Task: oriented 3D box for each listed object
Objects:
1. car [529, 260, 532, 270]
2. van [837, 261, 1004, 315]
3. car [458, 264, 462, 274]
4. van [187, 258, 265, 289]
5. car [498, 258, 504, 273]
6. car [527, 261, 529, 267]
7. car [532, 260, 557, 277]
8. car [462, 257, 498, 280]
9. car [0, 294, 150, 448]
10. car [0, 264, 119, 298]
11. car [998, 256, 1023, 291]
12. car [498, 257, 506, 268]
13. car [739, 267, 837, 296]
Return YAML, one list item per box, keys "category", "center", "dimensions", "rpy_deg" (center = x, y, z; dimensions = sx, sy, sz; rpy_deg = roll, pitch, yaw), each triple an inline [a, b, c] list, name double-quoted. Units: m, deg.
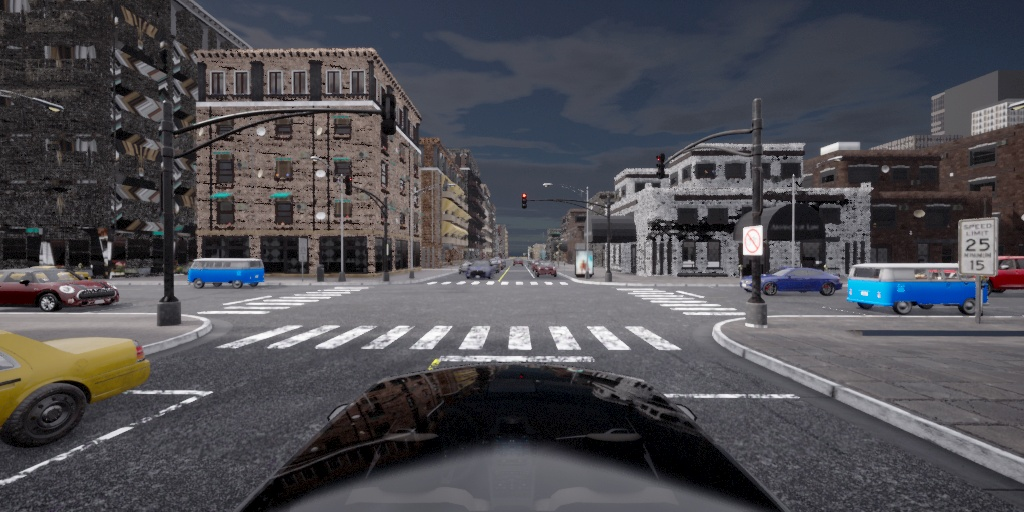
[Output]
- category: "car"
  center: [3.454, 1.347, 46.503]
  dimensions: [1.802, 1.307, 4.207]
  rpy_deg: [0, 0, 1]
- category: "van"
  center: [14.851, 1.156, 13.208]
  dimensions: [3.998, 1.789, 1.690]
  rpy_deg: [0, 0, 1]
- category: "car"
  center: [-5.023, 1.311, 40.939]
  dimensions: [2.007, 1.370, 4.403]
  rpy_deg: [0, 0, 1]
- category: "van"
  center: [-17.426, 1.030, 21.903]
  dimensions: [3.998, 1.789, 1.690]
  rpy_deg: [0, 0, 1]
- category: "car"
  center: [-2.408, 1.254, 42.217]
  dimensions: [2.128, 1.511, 4.902]
  rpy_deg: [0, 0, 1]
- category: "car"
  center: [3.552, 1.321, 52.199]
  dimensions: [2.007, 1.370, 4.403]
  rpy_deg: [0, 0, 1]
- category: "car"
  center: [3.259, 1.195, 35.111]
  dimensions: [1.967, 1.591, 4.097]
  rpy_deg: [0, 0, 1]
- category: "car"
  center: [-2.664, 1.105, 31.238]
  dimensions: [2.097, 1.767, 4.553]
  rpy_deg: [0, 0, 3]
- category: "car"
  center: [-5.680, 1.275, 2.623]
  dimensions: [1.751, 1.417, 4.829]
  rpy_deg: [0, 0, 1]
- category: "car"
  center: [-17.526, 1.190, 13.523]
  dimensions: [4.097, 1.591, 1.967]
  rpy_deg: [0, 0, 1]
- category: "car"
  center: [25.251, 1.022, 18.892]
  dimensions: [5.566, 2.045, 2.150]
  rpy_deg: [0, 0, 0]
- category: "car"
  center: [-2.217, 1.297, 53.003]
  dimensions: [1.812, 1.442, 4.674]
  rpy_deg: [0, 0, 1]
- category: "car"
  center: [14.691, 1.298, 18.993]
  dimensions: [4.674, 1.442, 1.812]
  rpy_deg: [0, 0, 2]
